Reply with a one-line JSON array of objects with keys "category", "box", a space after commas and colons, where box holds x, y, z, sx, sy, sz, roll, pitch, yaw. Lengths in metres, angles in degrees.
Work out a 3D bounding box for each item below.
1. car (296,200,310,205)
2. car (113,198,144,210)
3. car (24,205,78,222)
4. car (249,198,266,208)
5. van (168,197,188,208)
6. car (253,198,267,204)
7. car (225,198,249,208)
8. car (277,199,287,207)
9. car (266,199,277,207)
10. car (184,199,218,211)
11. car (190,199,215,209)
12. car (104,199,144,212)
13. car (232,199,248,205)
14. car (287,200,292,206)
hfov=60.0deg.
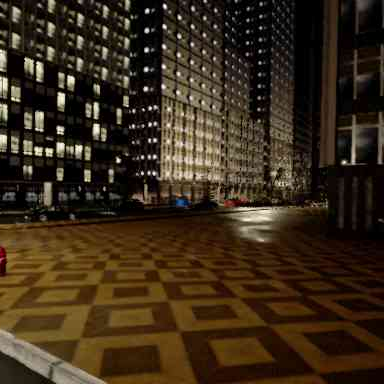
[{"category": "car", "box": [27.188, 2.539, 82.983, 1.947, 1.339, 4.313, 1, 0, 35]}, {"category": "car", "box": [-8.768, 1.630, 46.175, 1.967, 1.590, 4.097, 1, 0, 35]}, {"category": "car", "box": [-11.502, 1.722, 27.420, 2.008, 1.369, 4.403, 1, 0, 35]}, {"category": "car", "box": [11.023, 2.207, 59.861, 1.947, 1.339, 4.313, 1, 0, 35]}, {"category": "van", "box": [-2.303, 1.665, 55.422, 1.690, 1.788, 3.998, 1, 0, 35]}, {"category": "car", "box": [17.087, 2.290, 83.159, 1.947, 1.339, 4.313, 1, 0, 35]}, {"category": "car", "box": [7.779, 1.912, 59.893, 2.097, 1.767, 4.553, 2, 0, 35]}, {"category": "car", "box": [17.490, 2.214, 69.110, 1.967, 1.590, 4.097, 1, 0, 35]}, {"category": "car", "box": [14.255, 2.290, 64.486, 1.802, 1.307, 4.206, 1, 0, 35]}, {"category": "car", "box": [1.323, 2.006, 45.989, 1.947, 1.339, 4.313, 1, 0, 35]}, {"category": "car", "box": [1.839, 1.995, 56.642, 1.812, 1.442, 4.674, 2, 0, 35]}, {"category": "car", "box": [-8.452, 1.756, 42.073, 2.033, 1.411, 5.357, 2, 0, 35]}, {"category": "car", "box": [10.623, 2.173, 73.913, 1.802, 1.307, 4.206, 1, 0, 35]}, {"category": "car", "box": [20.721, 2.407, 73.734, 1.947, 1.339, 4.313, 1, 0, 35]}]
